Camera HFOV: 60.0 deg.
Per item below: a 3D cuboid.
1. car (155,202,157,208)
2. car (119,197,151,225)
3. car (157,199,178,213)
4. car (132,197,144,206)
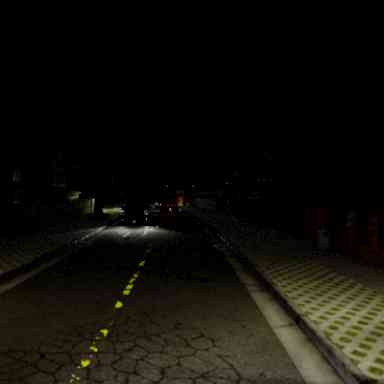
[{"bbox_3d":[-4.126,1.662,47.189,2.033,1.411,5.357,0,0,-12],"label":"car"},{"bbox_3d":[-4.036,1.388,24.189,2.097,1.767,4.553,0,0,-6],"label":"car"},{"bbox_3d":[-2.636,1.579,37.335,1.837,1.490,4.892,0,0,-8],"label":"car"},{"bbox_3d":[-9.421,1.676,57.770,1.837,1.490,4.892,0,-1,-13],"label":"car"}]
